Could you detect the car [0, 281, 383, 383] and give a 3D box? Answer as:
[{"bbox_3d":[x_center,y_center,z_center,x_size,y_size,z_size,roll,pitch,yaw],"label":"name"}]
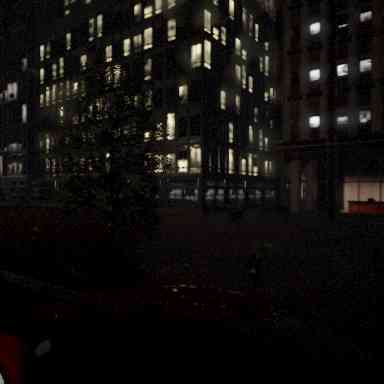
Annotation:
[{"bbox_3d":[-0.236,1.545,3.036,4.507,1.381,1.887,0,0,35],"label":"car"}]
